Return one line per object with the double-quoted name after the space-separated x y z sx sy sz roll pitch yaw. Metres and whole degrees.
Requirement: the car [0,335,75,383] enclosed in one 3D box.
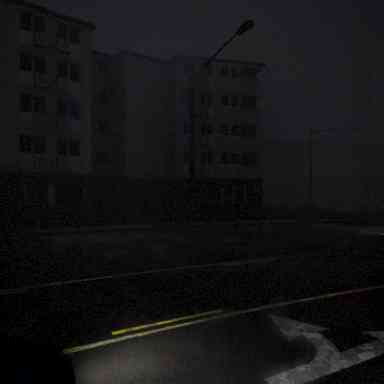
-2.966 1.526 1.600 4.674 1.442 1.812 0 0 -36 "car"
